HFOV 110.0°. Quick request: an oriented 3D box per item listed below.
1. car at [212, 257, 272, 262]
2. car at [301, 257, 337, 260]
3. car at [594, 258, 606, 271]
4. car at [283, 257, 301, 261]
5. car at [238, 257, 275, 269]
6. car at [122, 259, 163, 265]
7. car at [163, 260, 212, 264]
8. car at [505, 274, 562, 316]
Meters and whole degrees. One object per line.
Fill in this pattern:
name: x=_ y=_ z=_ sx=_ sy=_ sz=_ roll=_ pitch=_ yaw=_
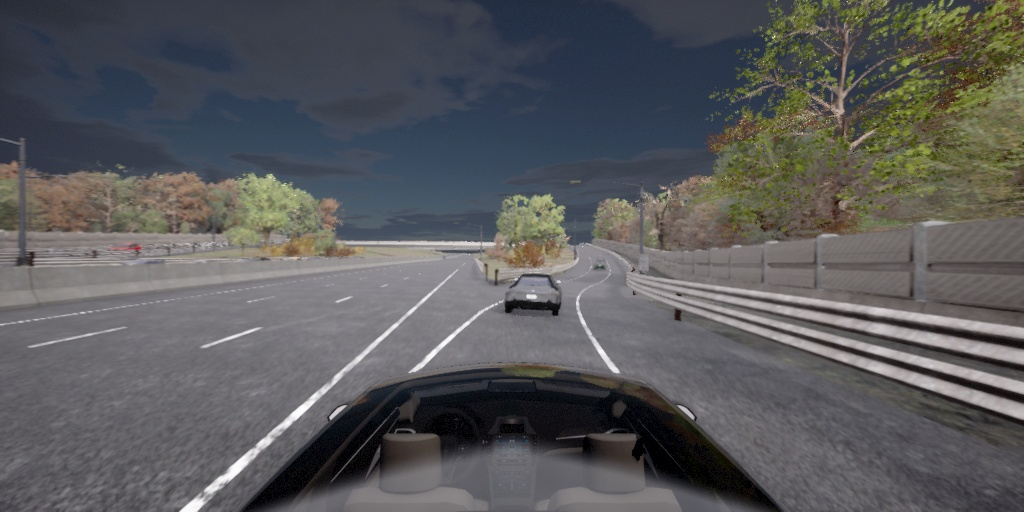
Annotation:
car: x=-25.304 y=1.048 z=34.172 sx=2.033 sy=1.411 sz=5.357 roll=1 pitch=0 yaw=-6
car: x=-27.007 y=0.985 z=50.354 sx=2.128 sy=1.511 sz=4.902 roll=1 pitch=0 yaw=-6
car: x=15.546 y=1.586 z=63.420 sx=2.097 sy=1.767 sz=4.553 roll=1 pitch=2 yaw=14
car: x=-30.479 y=0.937 z=49.942 sx=1.882 sy=1.535 sz=5.008 roll=1 pitch=0 yaw=-6
car: x=-33.751 y=0.931 z=47.545 sx=1.837 sy=1.490 sz=4.892 roll=1 pitch=0 yaw=-6
car: x=-32.058 y=0.981 z=31.439 sx=2.033 sy=1.411 sz=5.357 roll=1 pitch=0 yaw=-6
car: x=-28.680 y=1.068 z=32.808 sx=1.895 sy=1.301 sz=4.718 roll=1 pitch=0 yaw=-6
car: x=0.948 y=1.392 z=14.025 sx=1.994 sy=1.385 sz=4.181 roll=2 pitch=-1 yaw=8
